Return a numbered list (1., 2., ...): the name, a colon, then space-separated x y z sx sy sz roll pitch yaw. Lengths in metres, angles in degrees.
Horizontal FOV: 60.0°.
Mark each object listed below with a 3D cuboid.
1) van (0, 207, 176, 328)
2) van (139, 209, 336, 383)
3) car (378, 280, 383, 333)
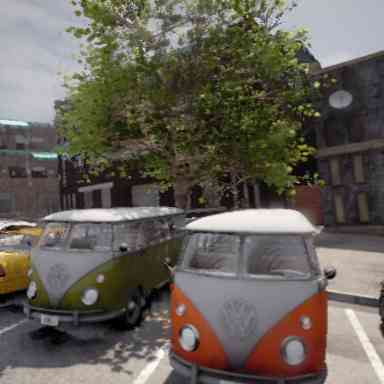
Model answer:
1. van: -1.453 1.323 6.971 1.878 1.987 4.442 0 -1 16
2. van: 1.006 1.285 5.203 1.878 1.987 4.442 0 -1 16
3. car: 3.481 1.477 3.541 2.231 1.521 4.892 -1 -1 16
